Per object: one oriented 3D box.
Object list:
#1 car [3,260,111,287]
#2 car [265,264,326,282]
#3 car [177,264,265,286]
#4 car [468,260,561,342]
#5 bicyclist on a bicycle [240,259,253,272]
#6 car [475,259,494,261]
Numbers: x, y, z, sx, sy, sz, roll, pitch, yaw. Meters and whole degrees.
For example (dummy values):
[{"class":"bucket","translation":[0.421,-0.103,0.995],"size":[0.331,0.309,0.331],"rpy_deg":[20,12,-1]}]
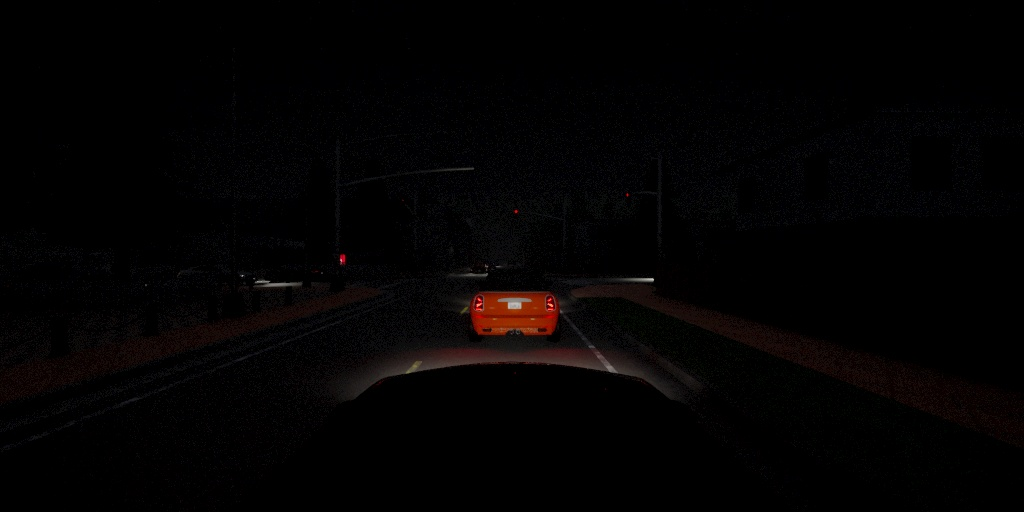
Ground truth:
[{"class":"car","translation":[-30.185,1.243,24.122],"size":[5.008,1.535,1.882],"rpy_deg":[0,0,-1]},{"class":"car","translation":[-16.954,1.329,28.174],"size":[4.181,1.385,1.994],"rpy_deg":[0,0,-1]},{"class":"car","translation":[-20.005,1.291,24.435],"size":[4.674,1.442,1.812],"rpy_deg":[0,0,-2]},{"class":"car","translation":[0.069,1.102,9.944],"size":[2.097,1.767,4.553],"rpy_deg":[0,0,0]},{"class":"bicyclist on a bicycle","translation":[-23.569,1.066,31.794],"size":[0.582,1.620,1.656],"rpy_deg":[0,0,-2]},{"class":"car","translation":[-3.614,1.102,41.645],"size":[2.097,1.767,4.553],"rpy_deg":[0,0,0]}]
